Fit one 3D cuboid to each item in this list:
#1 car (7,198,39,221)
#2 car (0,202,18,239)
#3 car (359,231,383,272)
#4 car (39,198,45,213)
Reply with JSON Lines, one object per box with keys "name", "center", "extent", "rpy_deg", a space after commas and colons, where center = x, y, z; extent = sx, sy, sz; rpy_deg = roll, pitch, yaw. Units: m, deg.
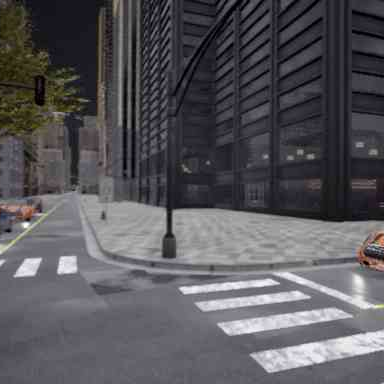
{"name": "car", "center": [-13.371, 1.257, 25.583], "extent": [2.097, 1.767, 4.553], "rpy_deg": [0, 0, -19]}
{"name": "car", "center": [-10.161, 1.452, 16.446], "extent": [1.812, 1.442, 4.674], "rpy_deg": [0, 0, -19]}
{"name": "car", "center": [7.079, 1.381, 9.455], "extent": [4.553, 1.767, 2.097], "rpy_deg": [0, 0, -20]}
{"name": "car", "center": [-16.797, 1.396, 35.353], "extent": [1.837, 1.490, 4.892], "rpy_deg": [0, 0, -19]}
